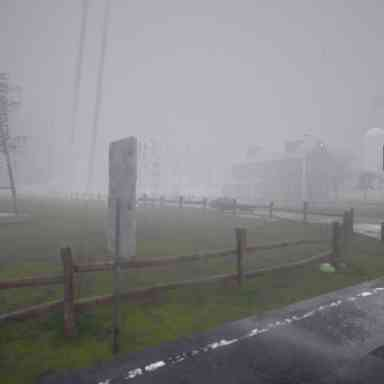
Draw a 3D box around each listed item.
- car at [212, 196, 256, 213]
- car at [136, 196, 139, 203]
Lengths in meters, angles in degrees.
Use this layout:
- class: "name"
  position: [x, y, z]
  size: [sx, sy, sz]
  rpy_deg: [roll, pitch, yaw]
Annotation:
- class: "car"
  position: [3.963, 1.193, 31.906]
  size: [1.882, 1.535, 5.008]
  rpy_deg: [1, 0, -35]
- class: "car"
  position: [-10.017, 0.750, 51.702]
  size: [2.097, 1.767, 4.553]
  rpy_deg: [1, 0, -35]
